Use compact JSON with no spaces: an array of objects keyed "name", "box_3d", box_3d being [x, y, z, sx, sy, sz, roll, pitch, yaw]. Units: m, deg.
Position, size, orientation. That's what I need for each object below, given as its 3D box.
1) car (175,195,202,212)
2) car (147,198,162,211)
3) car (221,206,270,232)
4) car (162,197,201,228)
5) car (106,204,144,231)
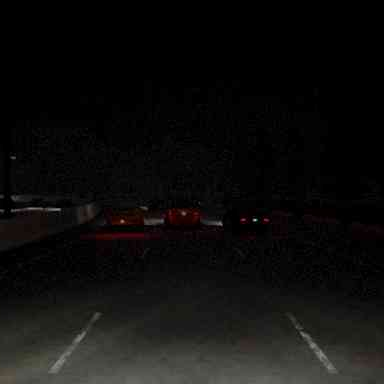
[{"name":"car","box_3d":[-0.436,1.316,38.788,2.097,1.767,4.553,0,0,-15]},{"name":"car","box_3d":[-4.163,1.450,39.190,2.128,1.511,4.902,0,0,-15]},{"name":"car","box_3d":[3.068,1.528,19.956,2.033,1.411,5.357,0,0,-5]},{"name":"car","box_3d":[-0.741,1.330,22.155,2.097,1.767,4.553,0,0,-6]},{"name":"car","box_3d":[-4.060,1.457,20.636,1.882,1.535,5.008,0,0,-6]}]
